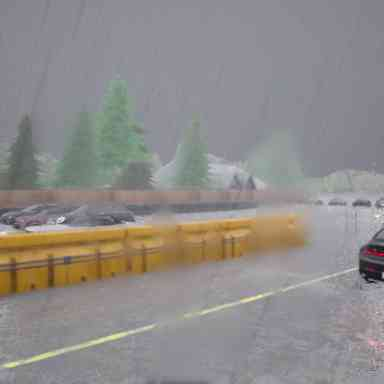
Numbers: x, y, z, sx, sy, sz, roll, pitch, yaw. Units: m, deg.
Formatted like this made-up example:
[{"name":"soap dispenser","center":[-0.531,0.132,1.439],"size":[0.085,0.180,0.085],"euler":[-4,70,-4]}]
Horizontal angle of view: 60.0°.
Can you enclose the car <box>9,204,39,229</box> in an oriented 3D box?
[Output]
[{"name":"car","center":[-8.236,1.577,19.796],"size":[4.181,1.385,1.994],"euler":[0,0,-37]}]

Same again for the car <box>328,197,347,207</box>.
[{"name":"car","center":[22.339,1.512,50.922],"size":[1.994,1.385,4.181],"euler":[0,0,37]}]

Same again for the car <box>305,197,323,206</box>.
[{"name":"car","center":[19.552,1.480,53.029],"size":[1.812,1.442,4.674],"euler":[0,0,37]}]

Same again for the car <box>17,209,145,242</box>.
[{"name":"car","center":[-4.410,1.607,13.882],"size":[4.718,1.301,1.895],"euler":[0,0,-37]}]

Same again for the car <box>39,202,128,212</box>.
[{"name":"car","center":[-5.289,1.360,17.647],"size":[4.553,1.767,2.097],"euler":[0,0,-38]}]

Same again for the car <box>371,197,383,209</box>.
[{"name":"car","center":[24.980,1.437,42.839],"size":[2.128,1.511,4.902],"euler":[0,0,38]}]

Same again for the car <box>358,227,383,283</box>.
[{"name":"car","center":[6.029,1.494,8.454],"size":[4.892,1.490,1.837],"euler":[-1,1,-39]}]

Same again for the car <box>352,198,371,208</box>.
[{"name":"car","center":[24.516,1.546,47.965],"size":[1.895,1.301,4.718],"euler":[0,0,37]}]

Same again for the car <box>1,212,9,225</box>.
[{"name":"car","center":[-10.210,1.521,22.680],"size":[4.892,1.490,1.837],"euler":[0,0,-37]}]
